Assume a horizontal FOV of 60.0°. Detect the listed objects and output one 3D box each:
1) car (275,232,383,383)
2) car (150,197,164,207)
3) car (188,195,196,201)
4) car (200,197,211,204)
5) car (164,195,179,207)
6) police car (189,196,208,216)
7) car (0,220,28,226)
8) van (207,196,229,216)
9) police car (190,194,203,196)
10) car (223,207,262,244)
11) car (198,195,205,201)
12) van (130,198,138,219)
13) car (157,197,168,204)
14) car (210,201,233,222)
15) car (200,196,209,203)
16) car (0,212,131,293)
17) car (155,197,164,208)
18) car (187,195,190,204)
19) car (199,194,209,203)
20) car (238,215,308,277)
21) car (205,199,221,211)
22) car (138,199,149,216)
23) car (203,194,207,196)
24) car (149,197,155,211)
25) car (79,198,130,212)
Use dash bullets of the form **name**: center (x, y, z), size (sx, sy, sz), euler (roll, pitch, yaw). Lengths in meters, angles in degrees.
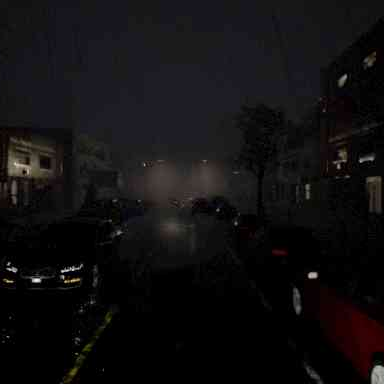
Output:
- **car**: center (2.688, 1.552, 4.478), size (1.887, 1.381, 4.507), euler (-1, 0, 0)
- **car**: center (-5.696, 1.619, 54.411), size (1.887, 1.381, 4.507), euler (-1, 0, 0)
- **car**: center (-0.006, 1.439, 85.116), size (1.882, 1.535, 5.008), euler (0, 0, 0)
- **car**: center (2.683, 1.656, 65.510), size (1.947, 1.339, 4.313), euler (-1, 0, 0)
- **car**: center (-3.069, 1.578, 53.046), size (1.837, 1.490, 4.892), euler (0, 0, 0)
- **police car**: center (0.898, 1.472, 33.608), size (1.930, 1.638, 5.238), euler (0, 0, 0)
- **car**: center (-5.693, 1.565, 10.024), size (2.008, 1.369, 4.403), euler (-1, 0, 0)
- **van**: center (2.684, 1.387, 32.220), size (1.690, 1.788, 3.998), euler (-1, 0, 0)
- **police car**: center (0.896, 1.494, 49.608), size (1.930, 1.638, 5.238), euler (0, 0, 0)
- **car**: center (2.687, 1.604, 15.575), size (1.802, 1.307, 4.206), euler (-1, 0, 0)
- **car**: center (2.681, 1.651, 93.421), size (1.752, 1.417, 4.829), euler (-1, 0, 0)
- **van**: center (-5.697, 1.378, 26.669), size (1.690, 1.788, 3.998), euler (-1, 0, 0)
- **car**: center (-5.697, 1.671, 65.507), size (1.802, 1.307, 4.206), euler (-1, 0, 0)
- **car**: center (2.686, 1.620, 26.671), size (1.802, 1.307, 4.206), euler (-1, 0, 0)
- **car**: center (2.683, 1.623, 71.227), size (1.752, 1.417, 4.829), euler (-1, 0, 0)
- **car**: center (-3.101, 1.518, 9.066), size (1.837, 1.490, 4.892), euler (0, 0, 0)
- **car**: center (-5.697, 1.507, 48.862), size (1.967, 1.590, 4.097), euler (-1, 0, 0)
- **car**: center (-0.005, 1.558, 68.093), size (2.128, 1.511, 4.902), euler (0, 0, 0)
- **car**: center (2.680, 1.419, 76.607), size (2.192, 1.841, 5.009), euler (-1, 0, 0)
- **car**: center (2.687, 1.597, 10.026), size (1.802, 1.307, 4.206), euler (-1, 0, 0)
- **car**: center (2.685, 1.642, 43.316), size (1.802, 1.307, 4.206), euler (-1, 0, 0)
- **car**: center (-5.696, 1.485, 32.217), size (1.967, 1.590, 4.097), euler (-1, 0, 0)
- **car**: center (2.683, 1.368, 37.768), size (2.192, 1.841, 5.009), euler (-1, 0, 0)
- **car**: center (-5.695, 1.597, 37.766), size (1.887, 1.381, 4.507), euler (-1, 0, 0)
- **car**: center (-5.696, 1.345, 21.121), size (2.192, 1.841, 5.009), euler (-1, 0, 0)
